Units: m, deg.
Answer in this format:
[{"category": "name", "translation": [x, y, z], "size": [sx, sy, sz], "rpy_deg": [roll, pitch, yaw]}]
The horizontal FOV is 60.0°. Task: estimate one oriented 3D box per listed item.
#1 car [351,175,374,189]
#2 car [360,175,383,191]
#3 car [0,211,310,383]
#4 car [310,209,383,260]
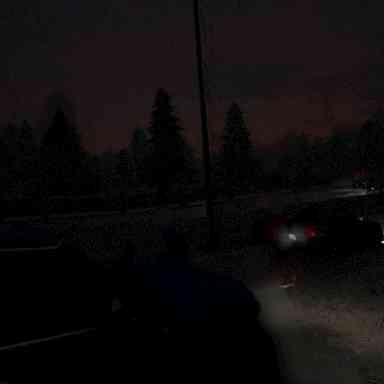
[{"category": "car", "translation": [21.383, -1.260, 40.522], "size": [4.892, 1.490, 1.837], "rpy_deg": [-6, 3, -35]}, {"category": "car", "translation": [20.447, -0.845, 35.621], "size": [4.718, 1.301, 1.895], "rpy_deg": [-6, 4, -34]}, {"category": "car", "translation": [-1.771, 1.216, 2.482], "size": [5.566, 2.045, 2.150], "rpy_deg": [0, 0, -36]}, {"category": "car", "translation": [4.730, 1.286, 11.420], "size": [4.181, 1.385, 1.994], "rpy_deg": [-3, 2, -35]}]
